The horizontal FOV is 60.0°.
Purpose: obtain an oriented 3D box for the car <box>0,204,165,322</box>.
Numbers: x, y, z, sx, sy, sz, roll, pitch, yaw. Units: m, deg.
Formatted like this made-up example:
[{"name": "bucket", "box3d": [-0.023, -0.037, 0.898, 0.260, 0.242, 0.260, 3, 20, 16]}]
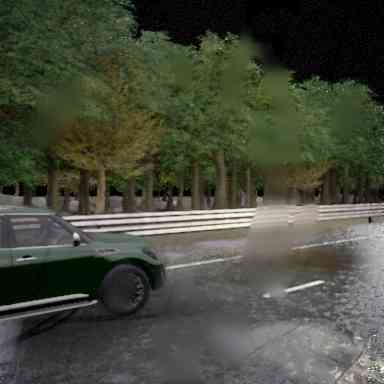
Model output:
[{"name": "car", "box3d": [-3.185, 1.221, 5.791, 5.566, 2.045, 2.150, 0, 0, -36]}]
